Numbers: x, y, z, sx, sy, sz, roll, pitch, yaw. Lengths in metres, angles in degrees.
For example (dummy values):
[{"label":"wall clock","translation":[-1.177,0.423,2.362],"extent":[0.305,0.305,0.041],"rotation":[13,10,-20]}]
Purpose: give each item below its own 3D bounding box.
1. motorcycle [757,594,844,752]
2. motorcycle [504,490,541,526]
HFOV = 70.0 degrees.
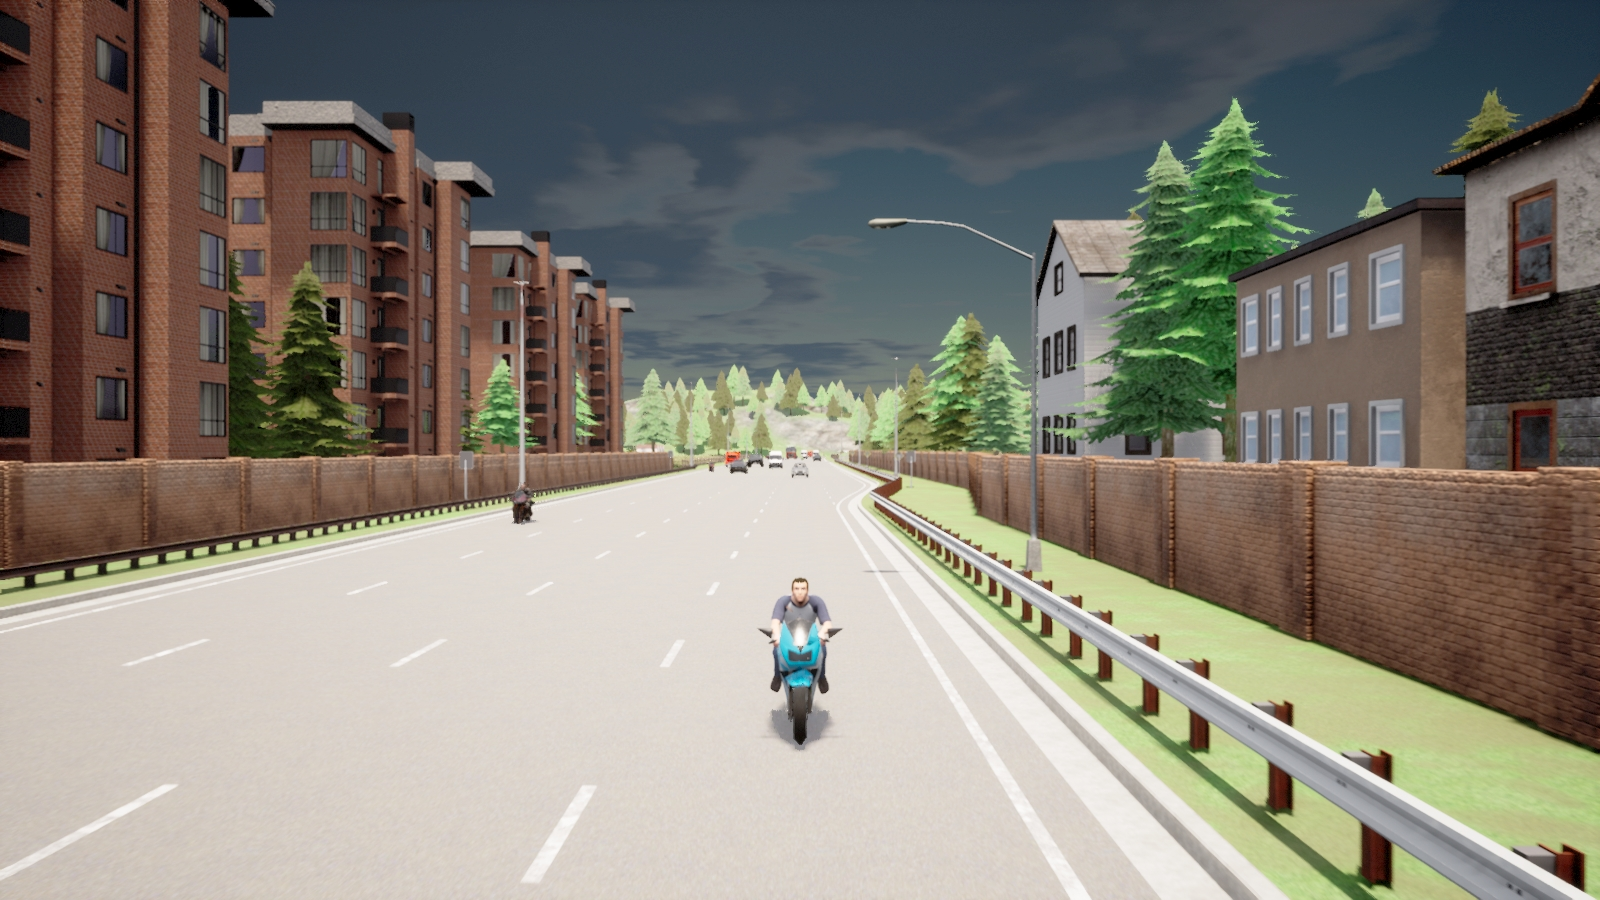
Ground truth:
[{"label":"motorcycle","translation":[0.002,2.181,11.539],"extent":[0.803,1.199,2.033],"rotation":[0,0,0]},{"label":"motorcycle","translation":[-10.496,2.186,43.348],"extent":[0.867,1.251,2.209],"rotation":[0,0,0]}]
